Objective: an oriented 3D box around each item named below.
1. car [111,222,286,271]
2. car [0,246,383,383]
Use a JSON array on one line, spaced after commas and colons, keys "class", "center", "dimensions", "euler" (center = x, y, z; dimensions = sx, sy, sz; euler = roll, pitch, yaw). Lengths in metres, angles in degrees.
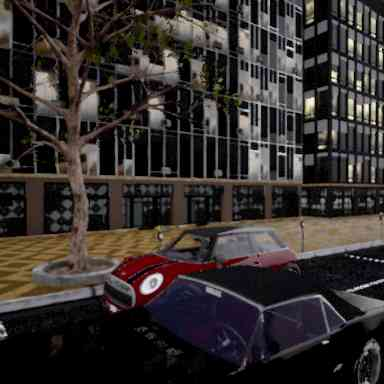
[{"class": "car", "center": [0.301, 1.463, 6.777], "dimensions": [4.097, 1.590, 1.967], "euler": [0, -1, -35]}, {"class": "car", "center": [0.336, 1.614, 3.617], "dimensions": [4.718, 1.301, 1.895], "euler": [0, 0, -35]}]
